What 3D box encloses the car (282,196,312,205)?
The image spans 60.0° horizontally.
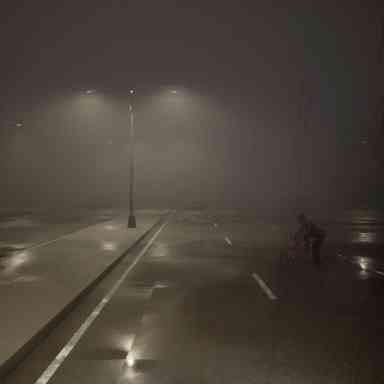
[{"bbox_3d":[18.134,1.488,57.414,4.902,1.511,2.128,0,0,-4],"label":"car"}]

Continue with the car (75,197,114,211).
[{"bbox_3d":[-12.401,1.600,41.450,4.718,1.301,1.895,0,0,34],"label":"car"}]

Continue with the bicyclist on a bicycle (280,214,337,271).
[{"bbox_3d":[3.323,1.454,9.522,1.656,1.620,0.582,-2,0,-2],"label":"bicyclist on a bicycle"}]

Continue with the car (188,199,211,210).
[{"bbox_3d":[1.021,1.563,43.088,1.994,1.385,4.181,0,0,19],"label":"car"}]

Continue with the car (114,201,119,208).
[{"bbox_3d":[-12.396,1.504,45.773,4.892,1.490,1.837,0,-2,13],"label":"car"}]
